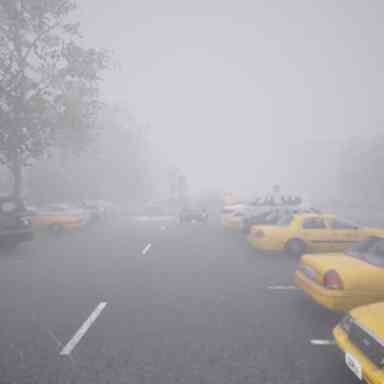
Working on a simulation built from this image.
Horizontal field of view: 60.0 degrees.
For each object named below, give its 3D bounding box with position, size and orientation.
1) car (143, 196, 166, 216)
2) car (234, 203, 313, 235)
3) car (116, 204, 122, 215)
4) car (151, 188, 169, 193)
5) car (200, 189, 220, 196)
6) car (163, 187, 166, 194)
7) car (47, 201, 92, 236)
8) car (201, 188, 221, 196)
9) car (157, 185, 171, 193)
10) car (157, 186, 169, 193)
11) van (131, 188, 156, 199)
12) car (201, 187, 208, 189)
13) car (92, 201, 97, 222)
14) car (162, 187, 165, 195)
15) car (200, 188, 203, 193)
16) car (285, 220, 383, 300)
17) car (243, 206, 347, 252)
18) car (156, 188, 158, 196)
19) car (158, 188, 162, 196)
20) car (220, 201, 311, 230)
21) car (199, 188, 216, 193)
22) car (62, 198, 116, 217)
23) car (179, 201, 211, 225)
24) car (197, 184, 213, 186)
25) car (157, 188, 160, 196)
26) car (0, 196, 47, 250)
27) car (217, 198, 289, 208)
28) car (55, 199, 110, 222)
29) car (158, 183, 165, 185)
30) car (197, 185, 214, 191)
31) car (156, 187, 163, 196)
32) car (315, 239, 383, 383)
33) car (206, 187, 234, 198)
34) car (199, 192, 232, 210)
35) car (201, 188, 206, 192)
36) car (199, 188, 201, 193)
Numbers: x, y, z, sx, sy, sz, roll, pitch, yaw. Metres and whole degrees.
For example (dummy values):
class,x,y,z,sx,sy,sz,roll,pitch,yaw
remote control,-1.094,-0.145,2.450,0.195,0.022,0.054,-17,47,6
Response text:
class,x,y,z,sx,sy,sz,roll,pitch,yaw
car,-3.491,1.399,31.856,1.812,1.442,4.674,0,1,0
car,4.534,1.421,14.560,4.892,1.521,2.231,0,0,0
car,-8.535,1.386,28.312,5.008,1.535,2.097,0,0,0
car,-8.780,-0.431,91.522,5.008,1.535,2.097,0,3,0
car,4.326,0.054,80.548,4.792,1.488,2.163,0,2,0
car,-8.761,0.316,72.012,4.792,1.488,2.163,0,1,0
car,-8.354,1.410,17.355,5.366,1.575,1.946,0,0,0
car,4.325,-0.006,77.757,4.553,1.767,2.185,0,2,0
car,-8.592,-0.305,88.735,5.366,1.575,1.946,0,2,0
car,-8.778,0.027,80.507,4.892,1.521,2.231,0,2,0
van,-8.677,0.312,55.397,4.442,1.987,1.878,1,1,0
car,4.249,0.355,61.040,4.553,1.767,2.185,0,1,0
car,-8.537,1.447,20.125,4.674,1.452,2.002,0,0,0
car,-8.978,0.344,69.356,5.366,1.575,1.946,0,1,0
car,4.249,0.538,58.256,4.792,1.488,2.163,0,1,0
car,4.726,1.439,6.111,5.366,1.575,1.946,0,0,0
car,4.726,1.423,11.784,5.366,1.575,1.946,0,0,0
car,-8.804,0.550,58.073,4.674,1.452,2.002,0,1,0
car,-8.826,0.475,63.770,4.792,1.488,2.163,0,1,0
car,4.355,1.410,17.336,5.366,1.575,1.946,0,0,0
car,4.303,-0.398,91.683,4.674,1.452,2.002,0,3,0
car,-8.571,1.268,25.540,4.553,1.767,2.185,0,0,0
car,0.100,1.520,23.064,1.895,1.301,4.718,0,0,0
car,4.272,-0.435,88.891,4.553,1.767,2.185,0,3,0
car,-8.802,0.522,60.858,4.674,1.452,2.002,0,1,0
car,-8.568,1.175,11.815,5.566,2.045,2.435,0,0,0
car,4.569,1.422,25.665,4.792,1.488,2.163,0,0,0
car,-8.510,1.429,22.895,4.792,1.488,2.163,0,0,0
car,-8.801,-0.818,94.295,5.566,2.045,2.435,0,3,0
car,4.256,0.149,66.610,5.566,2.045,2.435,0,1,0
car,-8.980,0.398,66.562,5.366,1.575,1.946,0,1,0
car,4.355,1.452,3.458,5.366,1.575,1.946,0,0,0
car,3.830,0.700,43.197,2.097,1.767,4.553,-1,3,-16
car,2.356,1.137,37.493,1.837,1.490,4.892,3,4,30
car,4.305,0.565,55.472,4.792,1.488,2.163,0,1,0
car,4.288,0.445,63.821,5.008,1.535,2.097,0,1,0
